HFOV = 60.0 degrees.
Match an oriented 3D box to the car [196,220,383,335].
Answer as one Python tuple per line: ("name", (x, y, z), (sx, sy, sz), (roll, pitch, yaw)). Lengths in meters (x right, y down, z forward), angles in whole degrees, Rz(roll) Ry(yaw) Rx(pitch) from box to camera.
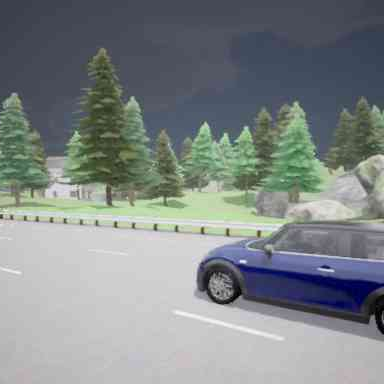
("car", (2.295, 1.333, 6.524), (4.553, 1.767, 2.097), (0, 0, 35))

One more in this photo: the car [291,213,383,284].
("car", (5.377, 1.454, 8.669), (5.008, 1.535, 1.882), (0, 0, 35))
